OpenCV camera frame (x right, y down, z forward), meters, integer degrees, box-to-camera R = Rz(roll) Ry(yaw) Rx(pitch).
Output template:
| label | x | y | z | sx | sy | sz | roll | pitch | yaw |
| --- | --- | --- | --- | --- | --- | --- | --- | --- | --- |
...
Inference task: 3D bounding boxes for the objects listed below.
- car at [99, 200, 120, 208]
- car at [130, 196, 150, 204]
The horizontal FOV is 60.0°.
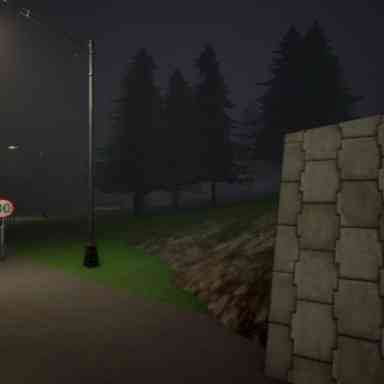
| label | x | y | z | sx | sy | sz | roll | pitch | yaw |
| --- | --- | --- | --- | --- | --- | --- | --- | --- | --- |
| car | -16.765 | 2.359 | 67.586 | 2.128 | 1.511 | 4.902 | -1 | 1 | 28 |
| car | -11.958 | 1.866 | 76.574 | 2.150 | 2.045 | 5.566 | -1 | 1 | 29 |
